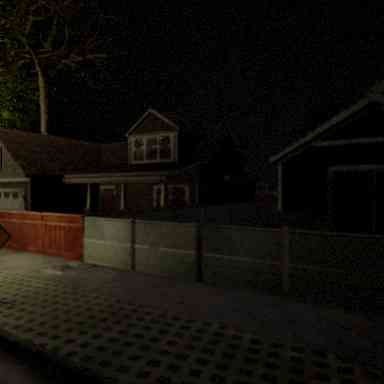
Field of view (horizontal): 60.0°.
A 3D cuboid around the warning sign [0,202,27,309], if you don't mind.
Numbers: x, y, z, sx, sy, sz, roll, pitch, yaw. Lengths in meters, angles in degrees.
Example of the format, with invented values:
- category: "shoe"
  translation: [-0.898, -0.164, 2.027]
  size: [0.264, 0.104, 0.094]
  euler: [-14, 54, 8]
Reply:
- category: "warning sign"
  translation: [-3.921, 1.141, 6.038]
  size: [1.060, 1.860, 1.300]
  euler: [0, 0, 34]
